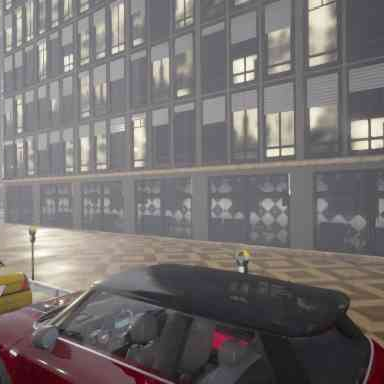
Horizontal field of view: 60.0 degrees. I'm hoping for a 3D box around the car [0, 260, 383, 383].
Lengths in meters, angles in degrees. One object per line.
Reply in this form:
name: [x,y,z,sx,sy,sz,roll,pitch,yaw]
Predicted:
car: [-0.368,1.441,3.157,4.097,1.590,1.967,0,-1,36]
